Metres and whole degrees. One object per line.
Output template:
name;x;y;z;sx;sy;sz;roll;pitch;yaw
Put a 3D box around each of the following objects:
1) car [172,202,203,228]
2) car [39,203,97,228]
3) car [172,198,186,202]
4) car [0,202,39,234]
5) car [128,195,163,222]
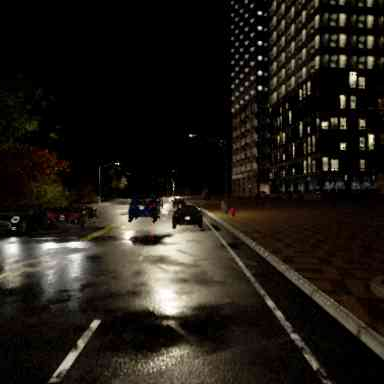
car;-0.349;1.587;22.659;1.994;1.385;4.181;0;0;-2
car;-6.817;1.230;19.296;1.994;1.385;4.181;0;0;-2
car;-1.962;1.577;50.207;2.128;1.511;4.902;0;0;-5
car;-10.066;1.441;19.219;2.097;1.767;4.553;0;0;-2
car;-3.759;1.255;26.783;2.150;2.045;5.566;0;0;-3
